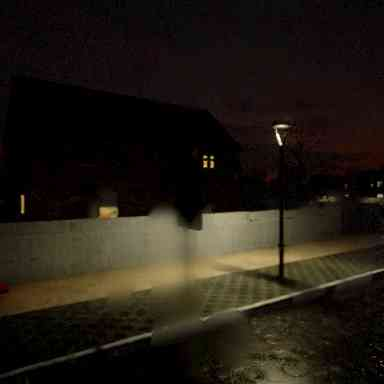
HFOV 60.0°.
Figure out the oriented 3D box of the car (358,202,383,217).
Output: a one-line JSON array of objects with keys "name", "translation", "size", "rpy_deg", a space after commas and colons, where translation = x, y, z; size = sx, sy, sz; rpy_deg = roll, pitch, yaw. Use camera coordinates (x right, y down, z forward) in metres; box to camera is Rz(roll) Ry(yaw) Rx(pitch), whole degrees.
[{"name": "car", "translation": [16.848, 1.686, 32.339], "size": [1.895, 1.301, 4.718], "rpy_deg": [0, 0, 0]}]
